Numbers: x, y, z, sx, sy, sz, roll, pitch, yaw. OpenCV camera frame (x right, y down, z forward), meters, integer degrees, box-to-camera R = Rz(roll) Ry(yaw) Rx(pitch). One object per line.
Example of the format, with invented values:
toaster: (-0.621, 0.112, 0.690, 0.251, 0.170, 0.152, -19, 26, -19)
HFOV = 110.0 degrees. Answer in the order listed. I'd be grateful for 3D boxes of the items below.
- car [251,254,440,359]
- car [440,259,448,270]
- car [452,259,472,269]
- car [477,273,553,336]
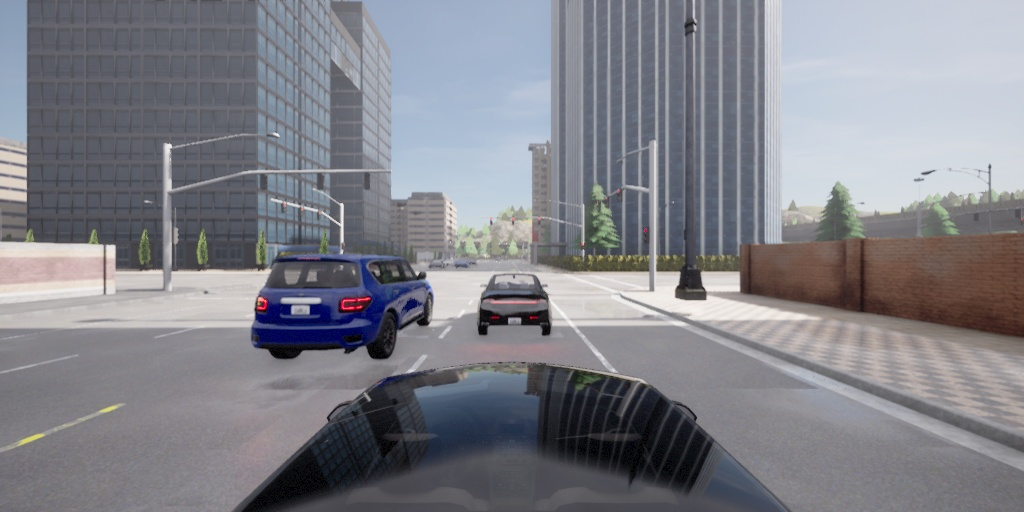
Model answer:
car: (-3.435, 0.972, 8.525, 2.150, 2.045, 5.566, 0, 0, 0)
car: (-11.409, 1.280, 54.503, 1.812, 1.442, 4.674, 0, 0, -1)
car: (-7.974, 1.232, 57.476, 1.882, 1.535, 5.008, 0, 0, -1)
car: (0.066, 1.242, 10.440, 2.128, 1.511, 4.902, 0, 0, 0)
